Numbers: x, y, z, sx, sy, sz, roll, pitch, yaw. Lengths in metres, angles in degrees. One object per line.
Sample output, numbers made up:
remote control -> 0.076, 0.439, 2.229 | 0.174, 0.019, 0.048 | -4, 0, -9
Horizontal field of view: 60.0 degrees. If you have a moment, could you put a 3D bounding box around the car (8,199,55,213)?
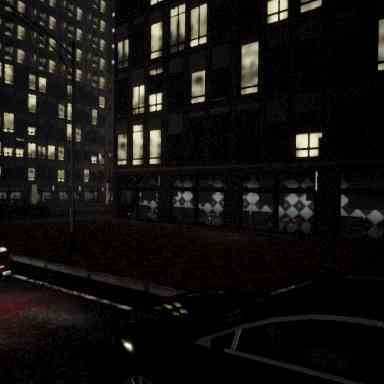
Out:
car -> -19.175, 1.642, 39.925 | 1.752, 1.417, 4.829 | 1, 0, 36

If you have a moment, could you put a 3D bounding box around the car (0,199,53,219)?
car -> -15.663, 1.519, 30.556 | 2.192, 1.841, 5.009 | 1, 0, 36

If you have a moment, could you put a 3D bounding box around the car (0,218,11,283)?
car -> -6.367, 1.487, 8.197 | 4.902, 1.511, 2.128 | 0, 0, 36

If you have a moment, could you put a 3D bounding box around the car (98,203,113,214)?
car -> -8.879, 1.829, 39.777 | 1.752, 1.417, 4.829 | 1, 0, 36

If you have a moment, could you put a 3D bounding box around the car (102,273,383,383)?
car -> 1.315, 1.491, 2.743 | 4.902, 1.511, 2.128 | 0, 0, 35
